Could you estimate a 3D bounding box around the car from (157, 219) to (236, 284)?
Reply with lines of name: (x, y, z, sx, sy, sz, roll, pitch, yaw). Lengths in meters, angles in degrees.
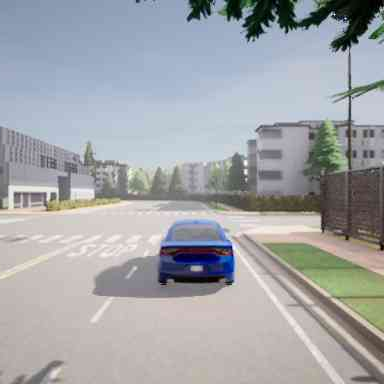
car: (0.111, 1.537, 9.790, 1.882, 1.535, 5.008, 0, 0, 0)
